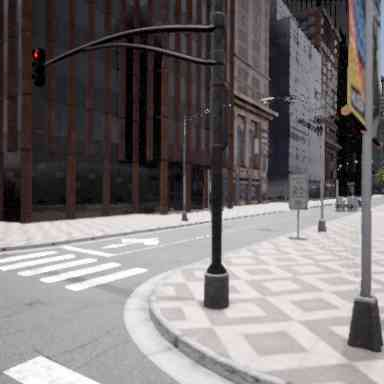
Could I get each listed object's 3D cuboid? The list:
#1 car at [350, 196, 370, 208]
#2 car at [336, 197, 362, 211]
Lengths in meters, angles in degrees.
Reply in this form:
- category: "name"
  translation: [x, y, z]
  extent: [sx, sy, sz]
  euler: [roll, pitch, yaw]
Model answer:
- category: "car"
  translation: [24.657, 1.427, 48.775]
  extent: [1.882, 1.535, 5.008]
  euler: [1, 1, 35]
- category: "car"
  translation: [18.937, 1.466, 40.487]
  extent: [2.128, 1.511, 4.902]
  euler: [1, 1, 35]
